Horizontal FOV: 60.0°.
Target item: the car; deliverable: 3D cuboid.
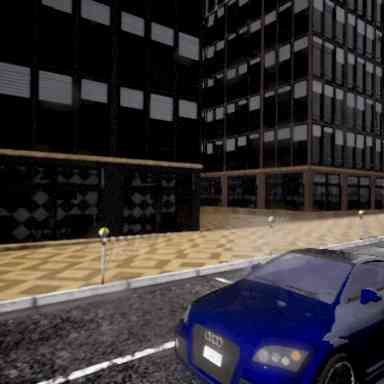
[{"bbox_3d":[1.839,1.548,4.691,4.181,1.385,1.994,0,0,-36],"label":"car"}]
